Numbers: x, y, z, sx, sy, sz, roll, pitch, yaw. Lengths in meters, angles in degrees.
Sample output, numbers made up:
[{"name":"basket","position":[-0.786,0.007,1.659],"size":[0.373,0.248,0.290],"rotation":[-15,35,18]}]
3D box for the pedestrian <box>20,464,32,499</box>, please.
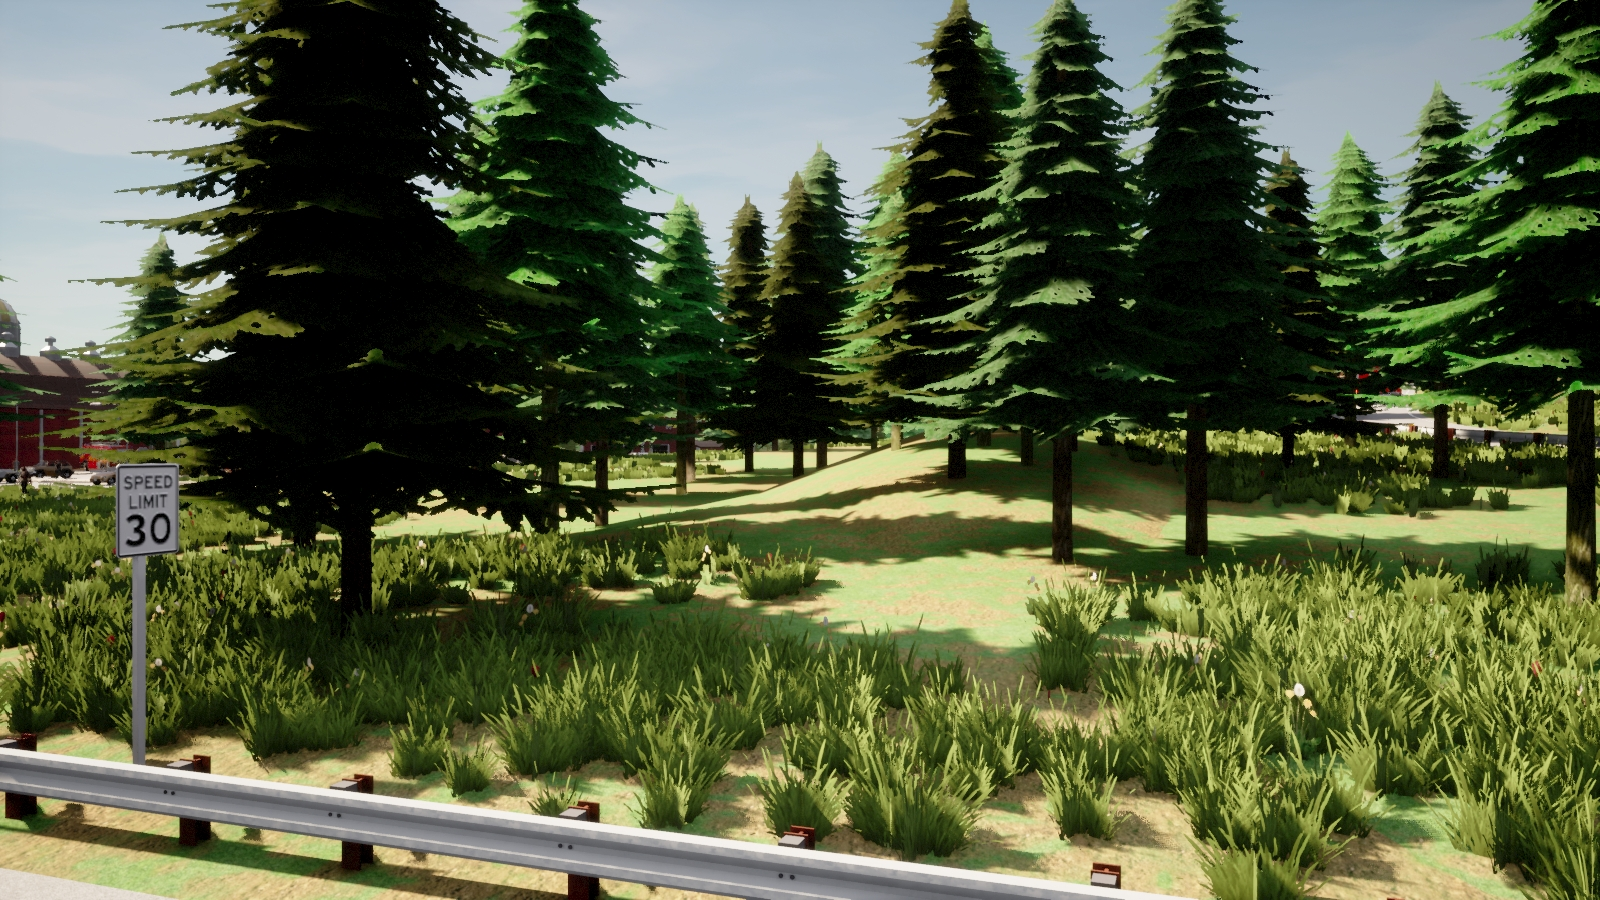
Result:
[{"name":"pedestrian","position":[-41.472,1.700,61.190],"size":[0.375,1.860,0.375],"rotation":[0,0,8]}]
